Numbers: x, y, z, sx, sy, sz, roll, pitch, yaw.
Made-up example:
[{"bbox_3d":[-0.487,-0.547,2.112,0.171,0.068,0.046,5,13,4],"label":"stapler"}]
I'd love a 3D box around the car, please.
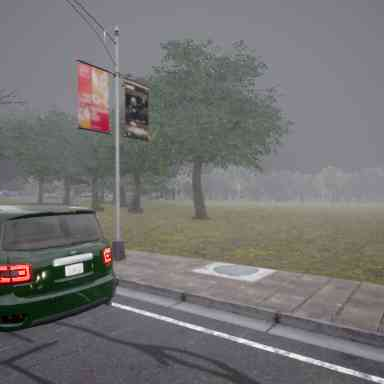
[{"bbox_3d":[-3.889,1.235,6.415,5.566,2.045,2.150,0,0,36],"label":"car"}]
